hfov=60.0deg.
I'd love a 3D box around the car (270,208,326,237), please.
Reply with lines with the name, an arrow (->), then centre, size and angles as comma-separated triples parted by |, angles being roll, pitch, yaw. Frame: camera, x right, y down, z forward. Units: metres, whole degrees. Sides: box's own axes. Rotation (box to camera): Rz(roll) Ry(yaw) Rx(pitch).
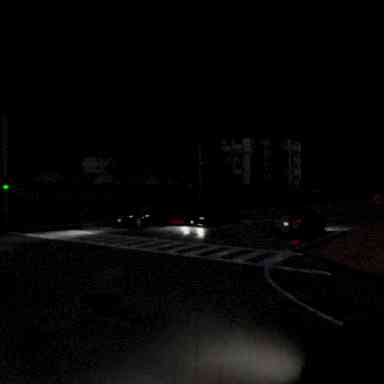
car -> 6.044, 1.614, 18.694 | 1.994, 1.385, 4.181 | -1, 0, 37

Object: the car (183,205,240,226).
car -> 1.609, 1.657, 24.673 | 2.033, 1.411, 5.357 | -1, 0, 38

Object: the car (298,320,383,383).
car -> 3.079, 1.493, 1.795 | 4.892, 1.490, 1.837 | 0, 0, 35

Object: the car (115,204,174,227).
car -> -3.327, 1.632, 24.016 | 2.128, 1.511, 4.902 | -1, 0, 38
